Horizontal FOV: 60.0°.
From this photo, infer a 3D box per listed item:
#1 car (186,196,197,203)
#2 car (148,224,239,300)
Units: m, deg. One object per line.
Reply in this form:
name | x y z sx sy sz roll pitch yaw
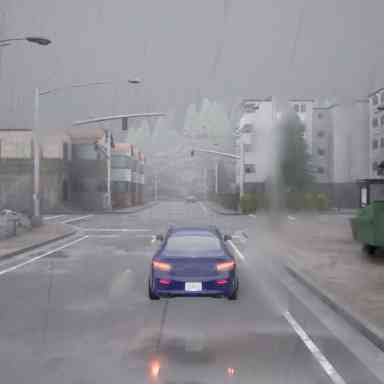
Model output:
car | -0.141 1.526 66.890 1.812 1.442 4.674 0 0 0
car | 0.040 1.526 8.248 1.812 1.442 4.674 0 0 0
